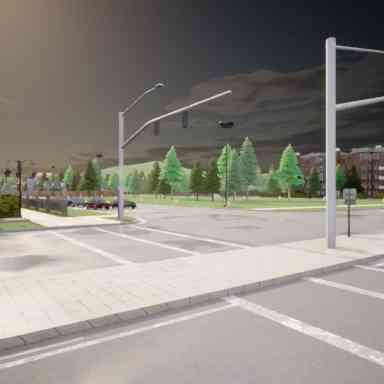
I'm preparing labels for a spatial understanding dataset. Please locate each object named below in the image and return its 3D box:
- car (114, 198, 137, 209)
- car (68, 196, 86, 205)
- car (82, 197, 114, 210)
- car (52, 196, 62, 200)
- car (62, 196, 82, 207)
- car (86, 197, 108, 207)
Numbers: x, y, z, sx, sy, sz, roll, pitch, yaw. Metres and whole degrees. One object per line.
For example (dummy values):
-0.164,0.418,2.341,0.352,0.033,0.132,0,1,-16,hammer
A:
-9.390,1.547,44.899,2.033,1.411,5.357,0,0,-36,car
-21.285,1.478,61.356,1.882,1.535,5.008,0,0,-36,car
-12.176,1.601,42.789,1.895,1.301,4.718,0,0,-36,car
-23.423,1.505,58.317,1.837,1.490,4.892,0,0,-36,car
-17.586,1.505,50.232,1.837,1.490,4.892,0,0,-36,car
-15.186,1.505,52.891,1.837,1.490,4.892,0,0,-36,car
